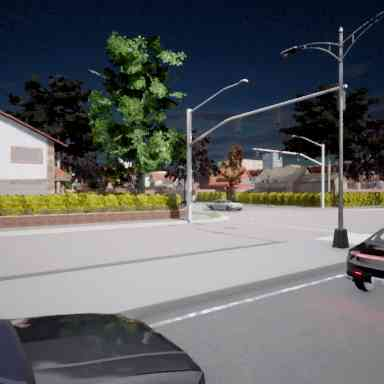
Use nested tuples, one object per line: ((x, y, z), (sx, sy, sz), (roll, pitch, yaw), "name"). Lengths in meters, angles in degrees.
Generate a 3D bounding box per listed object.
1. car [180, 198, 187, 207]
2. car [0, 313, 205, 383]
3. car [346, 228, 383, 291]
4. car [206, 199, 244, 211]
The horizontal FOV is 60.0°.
((-2.103, 1.482, 46.613), (1.895, 1.301, 4.718), (0, 0, -36), "car")
((-2.418, 1.543, 2.021), (5.357, 1.411, 2.033), (0, 0, -36), "car")
((5.524, 1.474, 7.671), (4.902, 1.511, 2.128), (0, 0, -35), "car")
((3.780, 1.504, 38.442), (1.895, 1.301, 4.718), (0, 0, -36), "car")
